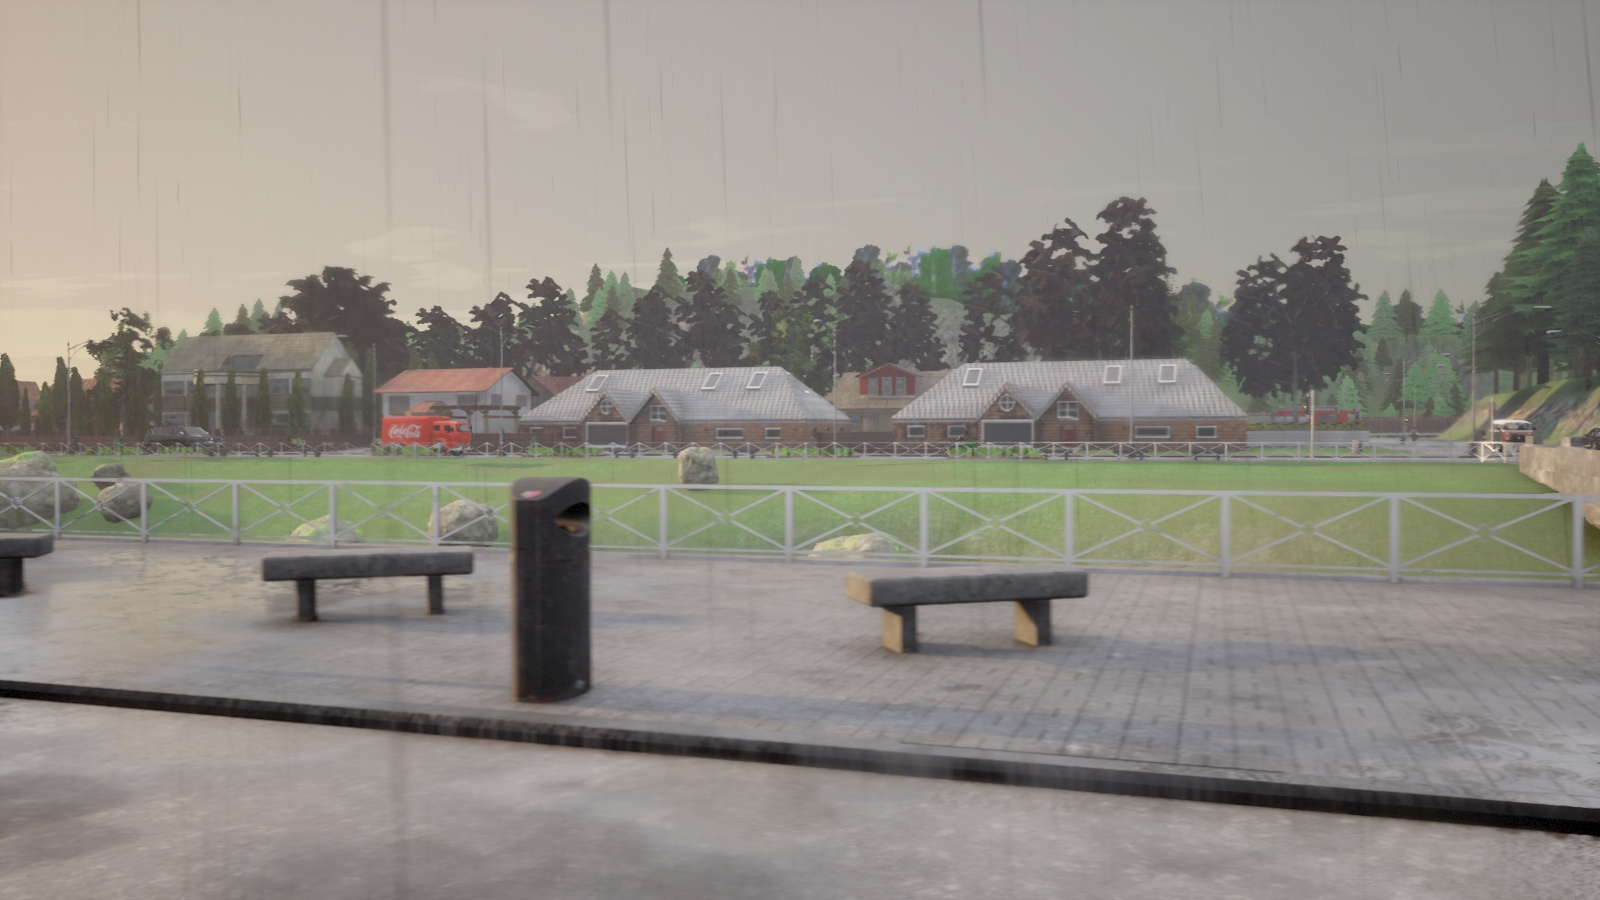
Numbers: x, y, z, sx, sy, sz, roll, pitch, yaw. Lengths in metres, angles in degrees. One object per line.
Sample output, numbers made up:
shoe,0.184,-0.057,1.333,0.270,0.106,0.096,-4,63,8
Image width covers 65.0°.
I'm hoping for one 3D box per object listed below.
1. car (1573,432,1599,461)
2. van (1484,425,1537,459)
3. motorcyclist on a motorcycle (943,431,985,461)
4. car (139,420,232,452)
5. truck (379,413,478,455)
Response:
car,46.779,-0.237,73.021,2.033,1.649,4.856,1,1,19
van,44.438,-0.542,78.617,2.069,2.038,4.480,1,1,19
motorcyclist on a motorcycle,8.606,-0.214,65.863,2.044,1.523,0.797,1,1,19
car,-40.311,-0.925,82.329,5.566,2.045,2.150,1,1,19
truck,-22.552,-0.968,76.347,5.204,2.467,2.627,1,1,19
